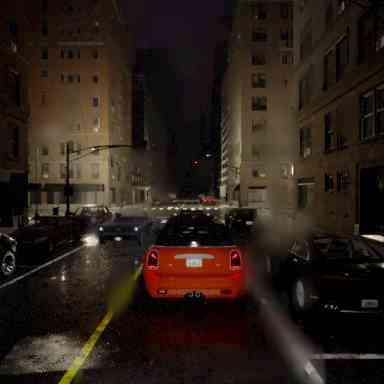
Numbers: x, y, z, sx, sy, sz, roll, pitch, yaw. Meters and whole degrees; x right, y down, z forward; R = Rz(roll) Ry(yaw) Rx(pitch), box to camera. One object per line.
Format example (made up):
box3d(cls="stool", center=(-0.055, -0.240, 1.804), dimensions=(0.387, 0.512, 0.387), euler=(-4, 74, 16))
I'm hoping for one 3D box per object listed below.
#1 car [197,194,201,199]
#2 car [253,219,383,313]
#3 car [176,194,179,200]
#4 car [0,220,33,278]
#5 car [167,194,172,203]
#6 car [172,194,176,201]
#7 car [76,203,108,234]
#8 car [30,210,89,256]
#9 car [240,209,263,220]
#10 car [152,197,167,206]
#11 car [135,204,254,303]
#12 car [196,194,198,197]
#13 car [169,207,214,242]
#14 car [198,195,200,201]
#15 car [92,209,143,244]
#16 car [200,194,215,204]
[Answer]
box3d(cls="car", center=(2.857, 1.528, 77.237), dimensions=(1.967, 1.590, 4.097), euler=(0, 0, 0))
box3d(cls="car", center=(2.849, 1.551, 7.509), dimensions=(2.008, 1.369, 4.403), euler=(0, 0, 0))
box3d(cls="car", center=(-5.654, 1.462, 93.467), dimensions=(2.192, 1.841, 5.009), euler=(0, 0, 0))
box3d(cls="car", center=(-5.676, 1.566, 7.501), dimensions=(1.947, 1.339, 4.313), euler=(0, 0, 0))
box3d(cls="car", center=(-5.676, 1.610, 66.424), dimensions=(2.008, 1.369, 4.403), euler=(0, 0, 0))
box3d(cls="car", center=(-5.663, 1.630, 82.479), dimensions=(1.752, 1.417, 4.829), euler=(0, 0, 0))
box3d(cls="car", center=(-5.686, 1.442, 18.504), dimensions=(1.967, 1.590, 4.097), euler=(0, 0, 0))
box3d(cls="car", center=(-5.681, 1.583, 13.002), dimensions=(1.802, 1.307, 4.206), euler=(0, 0, 0))
box3d(cls="car", center=(2.839, 1.567, 18.511), dimensions=(1.947, 1.339, 4.313), euler=(0, 0, 0))
box3d(cls="car", center=(-5.686, 1.621, 55.607), dimensions=(1.802, 1.307, 4.206), euler=(0, 0, 0))
box3d(cls="car", center=(0.056, 1.352, 8.371), dimensions=(2.097, 1.767, 4.553), euler=(0, 0, 0))
box3d(cls="car", center=(2.867, 1.565, 88.055), dimensions=(1.967, 1.590, 4.097), euler=(0, 0, 0))
box3d(cls="car", center=(-0.011, 1.565, 17.025), dimensions=(1.994, 1.385, 4.181), euler=(0, 0, 0))
box3d(cls="car", center=(2.849, 1.610, 66.419), dimensions=(2.008, 1.369, 4.403), euler=(0, 0, 0))
box3d(cls="car", center=(-3.014, 1.602, 15.801), dimensions=(1.895, 1.301, 4.718), euler=(0, 0, 0))
box3d(cls="car", center=(2.838, 1.479, 55.602), dimensions=(1.967, 1.590, 4.097), euler=(0, 0, 0))
